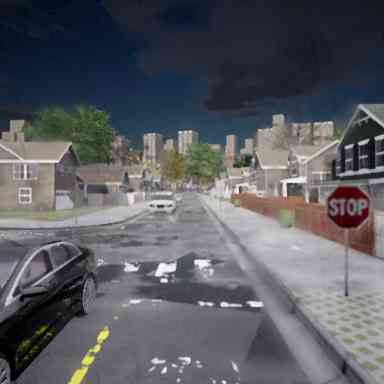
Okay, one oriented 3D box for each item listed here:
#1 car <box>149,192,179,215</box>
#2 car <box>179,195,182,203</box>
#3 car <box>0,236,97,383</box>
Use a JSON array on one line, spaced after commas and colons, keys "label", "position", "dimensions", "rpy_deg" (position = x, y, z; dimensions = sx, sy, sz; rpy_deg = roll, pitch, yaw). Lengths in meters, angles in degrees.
[{"label": "car", "position": [-2.683, 1.067, 31.015], "dimensions": [2.150, 2.045, 5.566], "rpy_deg": [0, 2, 0]}, {"label": "car", "position": [-2.630, 1.077, 54.670], "dimensions": [1.895, 1.301, 4.718], "rpy_deg": [0, 1, 0]}, {"label": "car", "position": [-2.741, 1.458, 4.549], "dimensions": [2.128, 1.511, 4.902], "rpy_deg": [0, 0, 0]}]
